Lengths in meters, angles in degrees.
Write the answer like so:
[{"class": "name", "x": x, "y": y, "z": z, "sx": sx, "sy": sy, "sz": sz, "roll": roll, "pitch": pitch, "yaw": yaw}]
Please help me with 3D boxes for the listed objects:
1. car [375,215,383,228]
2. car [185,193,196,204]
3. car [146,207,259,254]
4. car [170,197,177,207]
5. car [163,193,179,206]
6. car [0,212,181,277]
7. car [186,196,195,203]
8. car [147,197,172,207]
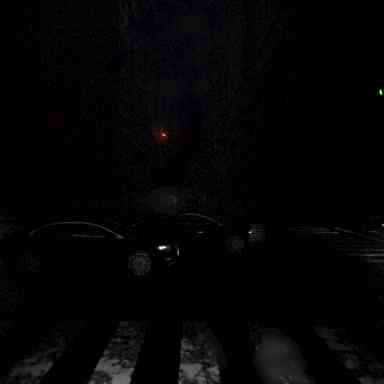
[{"class": "car", "x": 13.487, "y": 1.652, "z": 19.613, "sx": 4.718, "sy": 1.301, "sz": 1.895, "roll": 0, "pitch": 1, "yaw": 0}, {"class": "car", "x": -0.123, "y": 1.480, "z": 62.586, "sx": 2.128, "sy": 1.511, "sz": 4.902, "roll": 0, "pitch": 0, "yaw": 0}, {"class": "car", "x": 0.095, "y": 1.479, "z": 12.870, "sx": 4.902, "sy": 1.511, "sz": 2.128, "roll": 0, "pitch": 0, "yaw": 0}, {"class": "car", "x": -3.263, "y": 1.592, "z": 41.568, "sx": 1.895, "sy": 1.301, "sz": 4.718, "roll": 0, "pitch": 0, "yaw": 0}, {"class": "car", "x": -3.287, "y": 1.211, "z": 52.158, "sx": 2.150, "sy": 2.045, "sz": 5.566, "roll": 0, "pitch": 0, "yaw": 0}, {"class": "car", "x": -2.869, "y": 1.487, "z": 9.610, "sx": 4.902, "sy": 1.511, "sz": 2.128, "roll": 0, "pitch": 0, "yaw": 0}, {"class": "car", "x": -0.244, "y": 1.583, "z": 73.033, "sx": 1.895, "sy": 1.301, "sz": 4.718, "roll": 0, "pitch": 0, "yaw": 0}, {"class": "car", "x": -3.222, "y": 1.518, "z": 31.607, "sx": 1.812, "sy": 1.442, "sz": 4.674, "roll": 0, "pitch": 0, "yaw": -1}]
